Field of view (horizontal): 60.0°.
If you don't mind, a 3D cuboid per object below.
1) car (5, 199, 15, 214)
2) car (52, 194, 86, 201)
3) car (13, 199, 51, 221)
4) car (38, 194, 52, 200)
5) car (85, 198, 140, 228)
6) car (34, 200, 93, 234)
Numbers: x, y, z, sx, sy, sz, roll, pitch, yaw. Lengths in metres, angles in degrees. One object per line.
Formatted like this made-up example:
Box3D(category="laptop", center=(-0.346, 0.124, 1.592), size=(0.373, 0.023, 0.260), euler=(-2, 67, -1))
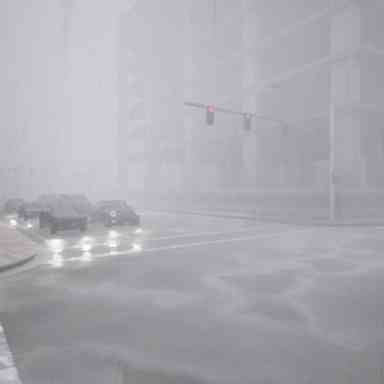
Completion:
Box3D(category="car", center=(-19.240, 1.515, 36.476), size=(2.128, 1.511, 4.902), euler=(-1, 0, -35))
Box3D(category="car", center=(-10.742, 1.206, 30.294), size=(2.150, 2.045, 5.566), euler=(-1, 0, -35))
Box3D(category="car", center=(-13.368, 1.564, 27.944), size=(2.033, 1.411, 5.357), euler=(-1, 0, -35))
Box3D(category="car", center=(-16.628, 1.213, 38.855), size=(2.150, 2.045, 5.566), euler=(-1, 0, -35))
Box3D(category="car", center=(-5.251, 1.330, 22.339), size=(2.097, 1.767, 4.553), euler=(-1, 0, -35))
Box3D(category="car", center=(-7.761, 1.488, 19.814), size=(1.882, 1.535, 5.008), euler=(-1, 0, -35))
